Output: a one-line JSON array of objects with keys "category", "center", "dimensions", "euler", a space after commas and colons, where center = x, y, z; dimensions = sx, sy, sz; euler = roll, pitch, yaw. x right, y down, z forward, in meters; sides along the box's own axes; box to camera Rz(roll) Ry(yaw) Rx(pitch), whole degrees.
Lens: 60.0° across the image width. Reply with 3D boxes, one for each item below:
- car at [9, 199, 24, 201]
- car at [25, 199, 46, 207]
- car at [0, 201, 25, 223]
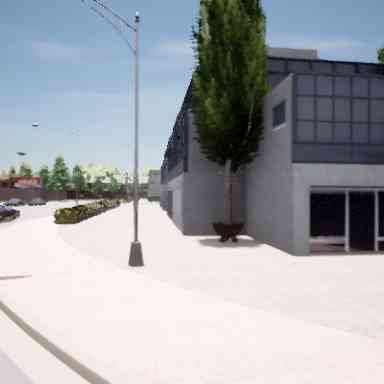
[{"category": "car", "center": [-29.867, 1.809, 56.359], "dimensions": [2.033, 1.411, 5.357], "euler": [0, 0, -7]}, {"category": "car", "center": [-26.394, 1.827, 56.796], "dimensions": [1.994, 1.385, 4.181], "euler": [0, 0, -7]}, {"category": "car", "center": [-15.316, 1.653, 26.063], "dimensions": [2.033, 1.411, 5.357], "euler": [0, 0, -8]}]
